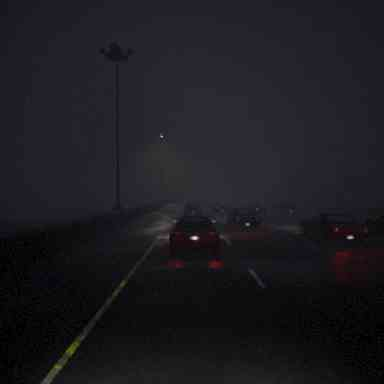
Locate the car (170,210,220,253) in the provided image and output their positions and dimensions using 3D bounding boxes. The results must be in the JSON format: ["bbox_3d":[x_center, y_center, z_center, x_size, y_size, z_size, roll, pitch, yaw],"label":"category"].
[{"bbox_3d":[0.102,1.698,14.327,1.994,1.385,4.181,0,-1,0],"label":"car"}]

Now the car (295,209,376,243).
[{"bbox_3d":[7.101,1.762,17.116,1.895,1.301,4.718,0,-1,0],"label":"car"}]

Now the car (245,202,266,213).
[{"bbox_3d":[7.105,1.882,38.201,1.994,1.385,4.181,0,0,0],"label":"car"}]

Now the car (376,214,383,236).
[{"bbox_3d":[10.603,1.635,16.641,1.882,1.535,5.008,0,-1,0],"label":"car"}]

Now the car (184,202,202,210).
[{"bbox_3d":[0.105,1.828,35.107,1.812,1.442,4.674,0,0,0],"label":"car"}]

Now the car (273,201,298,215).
[{"bbox_3d":[10.605,1.821,37.931,1.837,1.490,4.892,0,0,0],"label":"car"}]

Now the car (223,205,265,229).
[{"bbox_3d":[3.603,1.823,23.758,1.895,1.301,4.718,0,-1,0],"label":"car"}]

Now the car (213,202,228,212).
[{"bbox_3d":[3.605,1.931,41.814,1.895,1.301,4.718,0,0,0],"label":"car"}]
